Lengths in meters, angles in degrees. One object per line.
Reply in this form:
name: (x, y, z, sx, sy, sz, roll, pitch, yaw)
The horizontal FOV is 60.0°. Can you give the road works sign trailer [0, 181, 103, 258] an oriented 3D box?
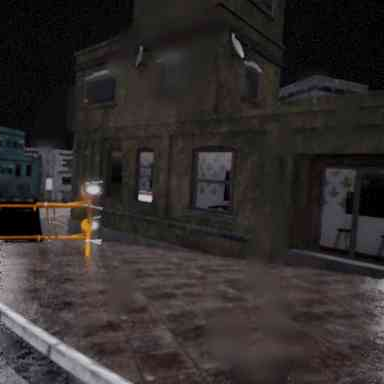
road works sign trailer: (-5.120, 1.219, 12.100, 3.560, 2.380, 2.880, 2, 43, -16)
